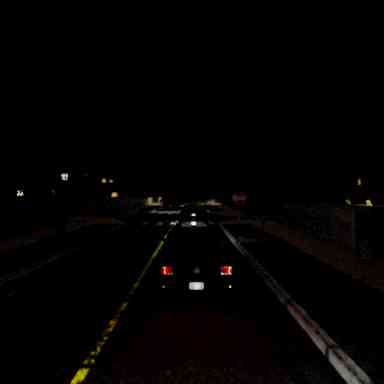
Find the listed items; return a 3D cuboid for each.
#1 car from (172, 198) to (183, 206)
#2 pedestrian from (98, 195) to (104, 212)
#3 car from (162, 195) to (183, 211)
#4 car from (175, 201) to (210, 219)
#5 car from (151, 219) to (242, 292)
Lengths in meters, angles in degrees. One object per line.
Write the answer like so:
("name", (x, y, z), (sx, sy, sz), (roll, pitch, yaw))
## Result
("car", (-2.744, 1.873, 65.023), (1.837, 1.490, 4.892), (0, 0, 1))
("pedestrian", (-9.611, 1.185, 34.979), (0.375, 1.860, 0.375), (0, -2, 0))
("car", (-2.824, 1.450, 45.627), (2.150, 2.045, 5.566), (0, 0, 0))
("car", (0.104, 1.601, 21.861), (1.837, 1.490, 4.892), (0, 0, 0))
("car", (0.100, 1.637, 9.013), (1.895, 1.301, 4.718), (0, 0, 0))
